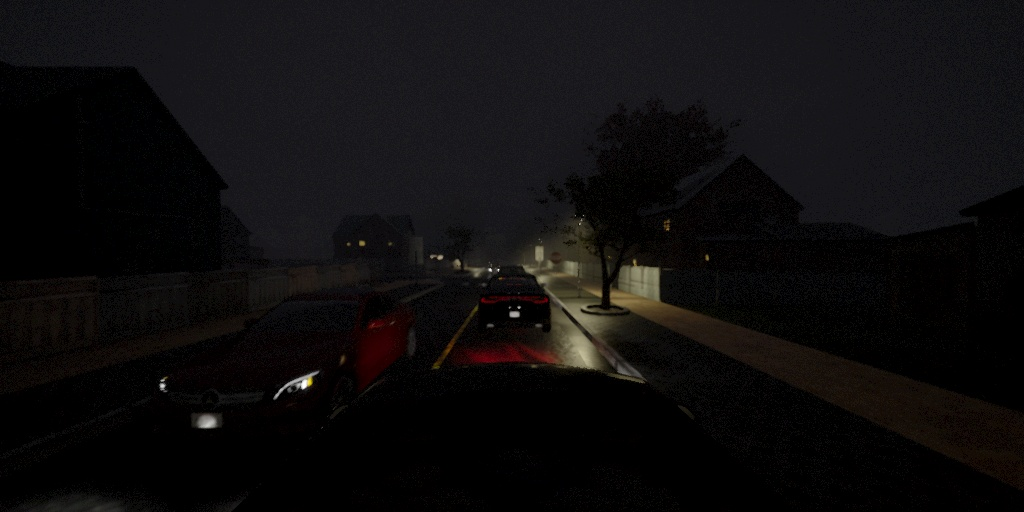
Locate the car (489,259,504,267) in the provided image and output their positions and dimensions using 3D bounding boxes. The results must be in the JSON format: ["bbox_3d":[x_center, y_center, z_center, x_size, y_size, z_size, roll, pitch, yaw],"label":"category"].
[{"bbox_3d":[-2.817,1.402,60.988,1.837,1.490,4.892,0,0,0],"label":"car"}]

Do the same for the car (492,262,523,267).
[{"bbox_3d":[-0.016,1.278,20.289,1.837,1.490,4.892,0,0,-1],"label":"car"}]

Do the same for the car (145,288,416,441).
[{"bbox_3d":[-2.846,1.279,5.675,1.812,1.442,4.674,0,0,0],"label":"car"}]

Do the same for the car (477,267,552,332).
[{"bbox_3d":[0.072,1.238,10.882,1.882,1.535,5.008,0,0,0],"label":"car"}]
